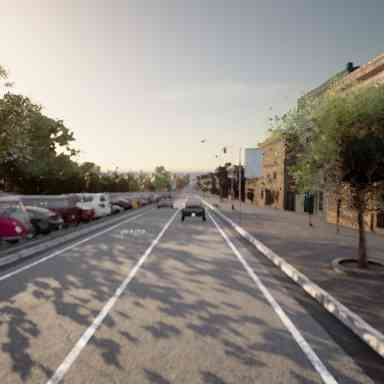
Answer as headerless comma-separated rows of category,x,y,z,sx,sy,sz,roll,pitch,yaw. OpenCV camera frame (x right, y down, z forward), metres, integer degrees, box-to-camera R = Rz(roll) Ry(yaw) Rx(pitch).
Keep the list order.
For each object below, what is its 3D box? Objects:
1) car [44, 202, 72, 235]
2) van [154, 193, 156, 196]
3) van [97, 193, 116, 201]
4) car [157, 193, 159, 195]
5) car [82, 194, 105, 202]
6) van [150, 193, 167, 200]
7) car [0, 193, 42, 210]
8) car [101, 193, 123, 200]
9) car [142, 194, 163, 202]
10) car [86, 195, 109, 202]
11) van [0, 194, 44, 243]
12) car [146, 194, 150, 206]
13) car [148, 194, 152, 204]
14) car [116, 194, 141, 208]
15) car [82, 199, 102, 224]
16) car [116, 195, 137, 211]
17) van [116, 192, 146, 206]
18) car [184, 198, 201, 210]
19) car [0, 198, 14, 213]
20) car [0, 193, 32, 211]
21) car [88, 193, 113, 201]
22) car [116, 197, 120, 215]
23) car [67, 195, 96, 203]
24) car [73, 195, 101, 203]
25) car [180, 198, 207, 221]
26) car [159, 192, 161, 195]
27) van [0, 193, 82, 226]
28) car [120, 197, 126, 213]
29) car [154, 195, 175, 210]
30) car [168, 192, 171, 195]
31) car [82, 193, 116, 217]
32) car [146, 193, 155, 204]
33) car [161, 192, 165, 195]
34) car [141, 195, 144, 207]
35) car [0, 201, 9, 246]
car,-8.835,1.416,16.229,4.892,1.521,2.231,0,0,0
van,-8.758,1.174,55.472,4.442,1.987,1.878,0,0,0
van,-22.097,1.205,85.732,4.442,1.987,1.878,0,0,0
car,-8.848,1.280,61.078,4.553,1.767,2.185,0,0,0
car,-22.002,1.294,74.629,4.553,1.767,2.185,0,0,0
van,-9.021,1.207,89.110,4.442,1.987,1.878,0,0,0
car,-21.913,1.135,41.079,5.566,2.045,2.435,0,0,0
car,-21.957,1.179,91.285,5.566,2.045,2.435,0,0,0
car,-8.923,1.294,75.095,4.553,1.767,2.185,0,0,0
car,-21.945,1.452,77.406,4.792,1.488,2.163,0,0,0
van,-8.724,1.195,13.425,4.442,1.987,1.878,0,0,0
car,-8.838,1.421,47.062,4.792,1.488,2.163,0,0,0
car,-8.840,1.424,49.865,4.792,1.488,2.163,0,0,0
car,-9.045,1.381,38.652,5.366,1.575,1.946,0,0,0
car,-8.840,1.402,21.836,5.008,1.535,2.097,0,0,0
car,-8.852,1.382,35.852,5.008,1.535,2.097,0,0,0
van,-8.748,1.163,44.259,4.442,1.987,1.878,0,0,0
car,0.102,1.463,42.130,2.033,1.411,5.357,0,0,0
car,-21.934,1.423,35.509,4.674,1.452,2.002,0,0,0
car,-21.910,1.132,38.417,5.566,2.045,2.435,0,0,0
car,-22.005,1.174,80.182,5.566,2.045,2.435,0,0,0
car,-8.845,1.391,27.447,4.892,1.521,2.231,0,0,0
car,-21.969,1.412,66.302,4.892,1.521,2.231,0,0,0
car,-21.781,1.411,69.079,5.366,1.575,1.946,0,0,0
car,0.112,1.428,26.497,1.837,1.490,4.892,0,-1,0
car,-8.851,1.283,63.882,4.553,1.767,2.185,0,0,0
van,-8.959,1.182,19.031,4.442,1.987,1.878,0,0,0
car,-8.823,1.415,30.244,4.792,1.488,2.163,0,0,0
car,-3.316,1.480,42.285,1.994,1.385,4.181,0,0,0
car,-8.873,1.179,86.309,5.566,2.045,2.435,0,0,0
car,-8.876,1.145,24.639,5.566,2.045,2.435,0,0,0
car,-8.867,1.397,52.669,5.008,1.535,2.097,0,0,0
car,-8.856,1.160,66.685,5.566,2.045,2.435,0,0,0
car,-8.891,1.416,41.455,4.792,1.488,2.163,0,0,0
car,-8.808,1.302,10.621,4.553,1.767,2.185,0,0,0
